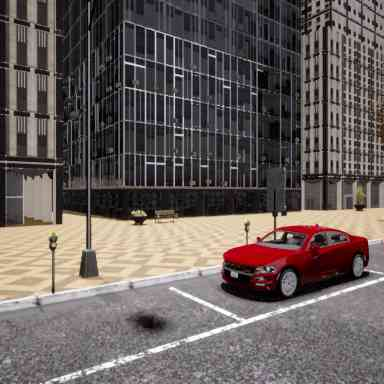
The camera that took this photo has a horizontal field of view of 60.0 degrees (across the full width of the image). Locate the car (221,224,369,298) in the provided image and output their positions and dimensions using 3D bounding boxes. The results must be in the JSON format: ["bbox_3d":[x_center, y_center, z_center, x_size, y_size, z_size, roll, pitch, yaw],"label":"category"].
[{"bbox_3d":[2.749,1.545,8.502,4.507,1.381,1.887,0,0,-35],"label":"car"}]
